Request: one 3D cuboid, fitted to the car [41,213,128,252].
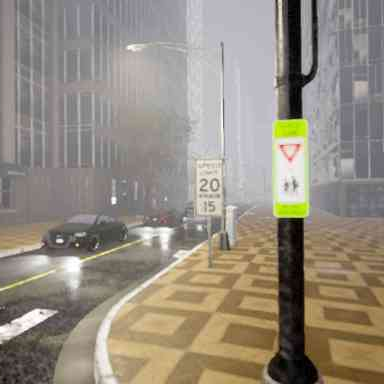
[{"bbox_3d":[-4.346,1.598,14.035,1.994,1.385,4.181,-1,0,14],"label":"car"}]

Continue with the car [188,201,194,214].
[{"bbox_3d":[0.462,1.613,33.623,1.837,1.490,4.892,-1,0,14],"label":"car"}]

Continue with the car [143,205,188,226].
[{"bbox_3d":[-1.968,1.632,23.760,1.994,1.385,4.181,-1,0,14],"label":"car"}]
